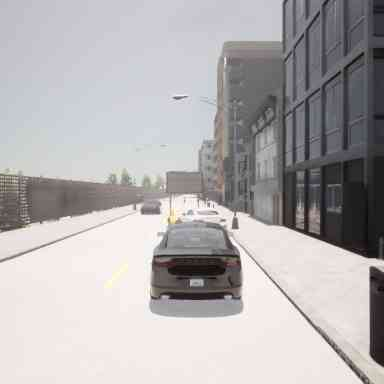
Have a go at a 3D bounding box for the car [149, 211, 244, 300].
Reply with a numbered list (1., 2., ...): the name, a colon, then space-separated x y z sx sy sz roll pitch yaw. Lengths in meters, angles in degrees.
1. car: 0.087 1.477 8.447 1.882 1.535 5.008 0 0 0

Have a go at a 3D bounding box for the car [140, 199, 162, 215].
1. car: -4.047 1.504 33.522 1.837 1.490 4.892 0 0 0

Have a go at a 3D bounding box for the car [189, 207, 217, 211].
1. car: 0.530 1.538 17.794 1.812 1.442 4.674 0 -1 -11

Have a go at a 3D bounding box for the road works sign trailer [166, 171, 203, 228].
1. road works sign trailer: -0.511 0.464 21.270 2.380 3.560 2.880 0 0 -16
